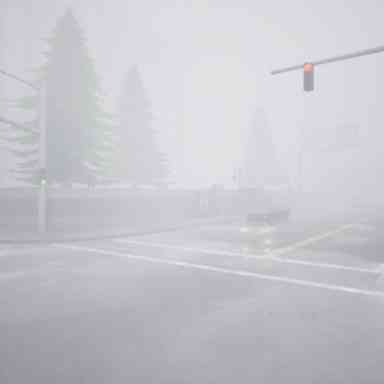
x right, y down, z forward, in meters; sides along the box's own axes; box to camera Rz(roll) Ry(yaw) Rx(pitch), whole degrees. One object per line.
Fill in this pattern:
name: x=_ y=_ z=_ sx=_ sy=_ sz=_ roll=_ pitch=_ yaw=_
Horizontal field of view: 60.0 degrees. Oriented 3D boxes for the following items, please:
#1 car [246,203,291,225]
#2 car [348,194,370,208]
car: x=5.825 y=1.555 z=24.934 sx=1.882 sy=1.535 sz=5.008 roll=0 pitch=0 yaw=36
car: x=25.848 y=1.498 z=52.016 sx=2.097 sy=1.767 sz=4.553 roll=0 pitch=0 yaw=37
